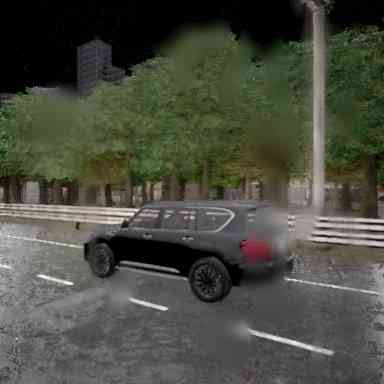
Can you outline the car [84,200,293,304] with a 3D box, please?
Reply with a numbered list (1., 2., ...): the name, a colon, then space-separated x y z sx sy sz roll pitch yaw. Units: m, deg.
1. car: -0.331 1.223 8.409 5.566 2.045 2.150 0 0 36
